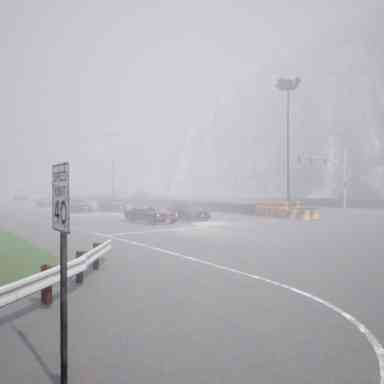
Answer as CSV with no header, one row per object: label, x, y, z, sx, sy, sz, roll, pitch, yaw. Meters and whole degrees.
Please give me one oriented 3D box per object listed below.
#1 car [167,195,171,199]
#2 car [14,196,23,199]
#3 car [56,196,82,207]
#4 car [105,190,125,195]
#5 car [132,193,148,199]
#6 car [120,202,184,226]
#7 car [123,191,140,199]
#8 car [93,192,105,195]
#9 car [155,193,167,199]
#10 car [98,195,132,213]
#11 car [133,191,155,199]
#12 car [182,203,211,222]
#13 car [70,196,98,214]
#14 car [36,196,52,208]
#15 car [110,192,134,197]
car,-6.703,1.147,73.701,1.895,1.301,4.718,0,1,-38
car,-29.523,0.905,57.413,1.895,1.301,4.718,0,1,-38
car,-17.794,1.334,47.944,2.033,1.411,5.357,0,1,-38
car,-16.846,0.661,75.295,2.150,2.045,5.566,0,1,-38
car,-12.691,0.901,81.347,1.812,1.442,4.674,0,1,-38
car,-2.917,1.565,23.340,1.895,1.301,4.718,0,0,-38
car,-14.060,0.740,77.414,2.097,1.767,4.553,0,1,-38
car,-20.872,0.757,74.770,2.097,1.767,4.553,0,1,-38
car,-7.899,0.951,69.532,2.097,1.767,4.553,0,1,-38
car,-8.902,1.404,36.558,1.837,1.490,4.892,0,0,-38
car,-10.358,0.831,67.159,2.150,2.045,5.566,0,1,-38
car,-0.446,1.521,25.860,1.994,1.385,4.181,0,0,-38
car,-11.943,1.410,34.763,1.837,1.490,4.892,0,0,-38
car,-19.579,1.337,44.538,1.812,1.442,4.674,0,1,-38
car,-13.962,1.196,66.086,1.895,1.301,4.718,0,1,-38
